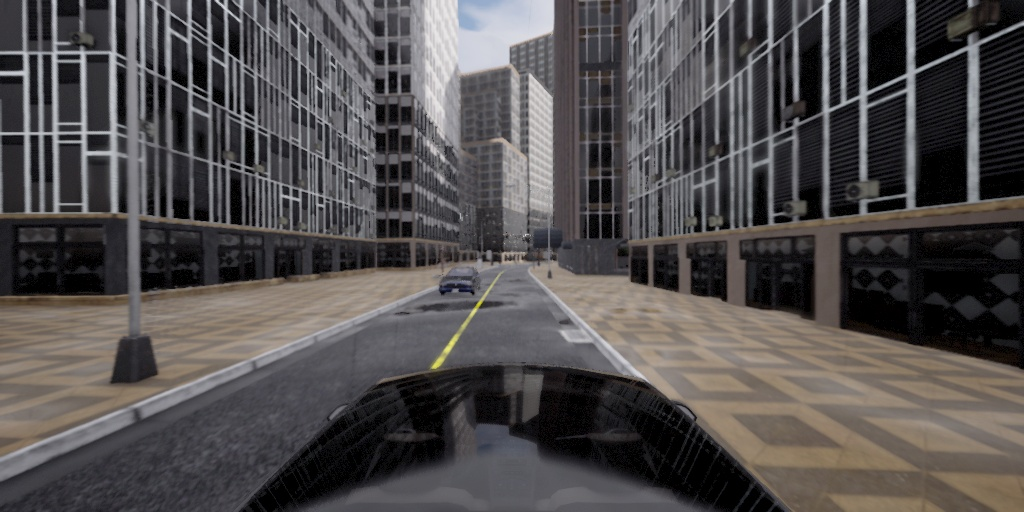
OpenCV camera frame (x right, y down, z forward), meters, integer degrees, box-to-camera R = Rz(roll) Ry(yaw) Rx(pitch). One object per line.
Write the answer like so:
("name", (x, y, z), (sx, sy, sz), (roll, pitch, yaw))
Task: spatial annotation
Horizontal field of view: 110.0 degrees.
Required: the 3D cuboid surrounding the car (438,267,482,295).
("car", (-2.736, 1.306, 19.982), (2.033, 1.411, 5.357), (0, 0, 0))
